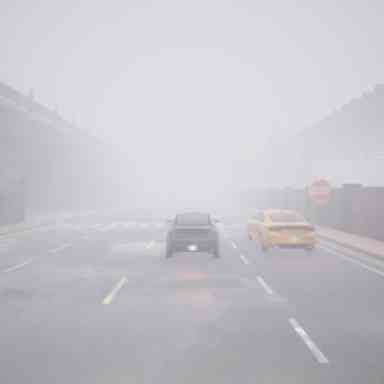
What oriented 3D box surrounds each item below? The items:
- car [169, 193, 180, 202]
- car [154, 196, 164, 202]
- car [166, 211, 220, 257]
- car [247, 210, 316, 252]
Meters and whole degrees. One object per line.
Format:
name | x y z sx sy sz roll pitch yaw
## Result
car | -3.771 1.225 73.116 2.150 2.045 5.566 0 0 -1
car | -7.271 1.595 73.055 1.895 1.301 4.718 0 0 -1
car | 0.043 1.506 12.923 1.837 1.490 4.892 0 0 1
car | 3.552 1.478 13.980 1.882 1.535 5.008 0 0 1
